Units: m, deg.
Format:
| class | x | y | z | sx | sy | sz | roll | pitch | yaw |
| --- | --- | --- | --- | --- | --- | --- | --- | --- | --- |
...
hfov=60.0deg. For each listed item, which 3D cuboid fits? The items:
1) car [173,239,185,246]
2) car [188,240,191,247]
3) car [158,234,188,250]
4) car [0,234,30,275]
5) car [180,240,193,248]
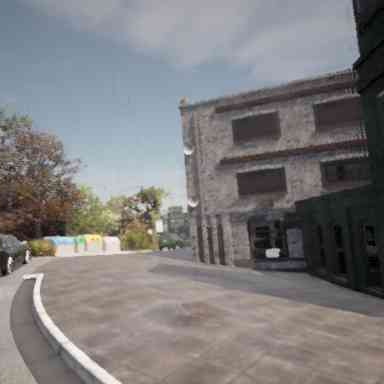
| class | x | y | z | sx | sy | sz | roll | pitch | yaw |
| --- | --- | --- | --- | --- | --- | --- | --- | --- | --- |
| car | -3.283 | 12.493 | 82.606 | 1.837 | 1.490 | 4.892 | -3 | -6 | -14 |
| car | -0.510 | 9.641 | 61.749 | 1.837 | 1.490 | 4.892 | -5 | -10 | 0 |
| car | -2.772 | 6.729 | 44.780 | 2.150 | 2.045 | 5.566 | -6 | -9 | 14 |
| car | -8.060 | 2.506 | 13.598 | 1.837 | 1.490 | 4.892 | -3 | -3 | -14 |
| car | -1.217 | 11.273 | 72.643 | 1.812 | 1.442 | 4.674 | -3 | -7 | -12 |
